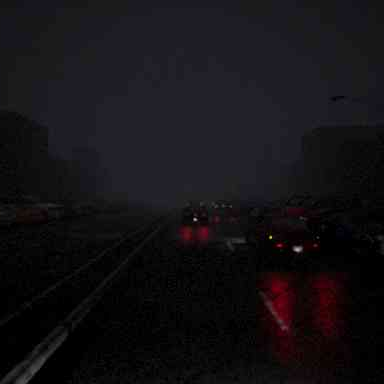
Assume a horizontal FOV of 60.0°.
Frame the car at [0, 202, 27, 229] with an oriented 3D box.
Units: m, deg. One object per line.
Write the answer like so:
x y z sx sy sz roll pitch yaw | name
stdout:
-12.699 1.520 19.571 4.674 1.452 2.002 0 0 0 | car

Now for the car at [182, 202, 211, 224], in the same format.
0.246 1.667 25.550 1.895 1.301 4.718 0 -1 0 | car

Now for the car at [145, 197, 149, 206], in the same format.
-12.290 2.462 72.348 4.674 1.452 2.002 0 -1 0 | car

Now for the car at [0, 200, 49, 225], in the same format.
-12.865 1.500 22.346 5.366 1.575 1.946 0 -1 0 | car

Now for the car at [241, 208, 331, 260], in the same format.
3.168 1.514 12.213 1.812 1.442 4.674 0 0 0 | car

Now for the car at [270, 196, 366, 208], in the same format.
7.720 1.240 19.209 5.566 2.045 2.435 0 0 0 | car

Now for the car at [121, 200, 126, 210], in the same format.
-12.492 1.910 47.344 5.008 1.535 2.097 0 -1 0 | car

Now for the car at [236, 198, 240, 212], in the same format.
7.890 1.780 38.493 4.792 1.488 2.163 0 -1 0 | car

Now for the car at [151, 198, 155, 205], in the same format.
-12.277 2.297 78.036 5.566 2.045 2.435 0 -1 0 | car

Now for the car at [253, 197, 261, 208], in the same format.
7.753 1.287 24.719 5.566 2.045 2.435 0 -1 0 | car

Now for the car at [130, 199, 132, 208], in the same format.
-12.473 2.047 52.900 4.792 1.488 2.163 0 -1 0 | car

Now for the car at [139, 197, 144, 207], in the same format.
-12.387 2.273 64.014 4.792 1.488 2.163 0 -1 0 | car

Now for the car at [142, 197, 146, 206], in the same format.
-12.343 2.303 66.794 4.892 1.521 2.231 0 -1 0 | car

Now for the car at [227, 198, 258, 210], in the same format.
7.910 1.876 52.280 4.553 1.767 2.185 0 -1 0 | car

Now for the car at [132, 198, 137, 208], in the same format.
-12.415 2.075 55.804 5.008 1.535 2.097 0 -1 0 | car

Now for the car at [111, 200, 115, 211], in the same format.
-12.502 1.682 41.797 4.553 1.767 2.185 0 -1 0 | car

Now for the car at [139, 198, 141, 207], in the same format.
-12.376 2.226 61.235 4.674 1.452 2.002 0 -1 0 | car

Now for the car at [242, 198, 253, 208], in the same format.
7.824 1.655 32.980 5.008 1.535 2.097 0 -1 0 | car

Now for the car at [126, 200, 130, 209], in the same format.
-12.459 1.965 50.123 4.892 1.521 2.231 0 -1 0 | car

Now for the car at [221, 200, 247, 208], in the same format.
7.976 2.253 63.302 4.792 1.488 2.163 0 -1 0 | car

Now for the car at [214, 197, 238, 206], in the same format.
8.051 2.341 79.852 5.566 2.045 2.435 0 -1 0 | car

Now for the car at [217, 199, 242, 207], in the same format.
8.244 2.461 74.335 5.366 1.575 1.946 0 -1 0 | car

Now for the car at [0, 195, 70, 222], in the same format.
-12.630 1.279 25.126 5.566 2.045 2.435 0 -1 0 | car

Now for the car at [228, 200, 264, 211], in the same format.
7.920 1.949 49.521 5.008 1.535 2.097 0 -1 0 | car

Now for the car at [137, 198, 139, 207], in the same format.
-12.406 2.132 58.583 4.892 1.521 2.231 0 -1 0 | car

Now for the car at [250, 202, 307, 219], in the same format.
7.810 1.651 30.225 4.674 1.452 2.002 0 -1 0 | car

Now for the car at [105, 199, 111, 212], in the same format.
-12.735 1.756 39.135 5.366 1.575 1.946 0 -1 0 | car

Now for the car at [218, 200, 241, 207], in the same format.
8.077 2.432 71.577 4.792 1.488 2.163 0 -1 0 | car

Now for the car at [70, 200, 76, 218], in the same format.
-12.635 1.606 27.897 4.674 1.452 2.002 0 -1 0 | car

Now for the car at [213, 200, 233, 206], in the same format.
8.106 2.795 88.115 5.008 1.535 2.097 0 -1 0 | car

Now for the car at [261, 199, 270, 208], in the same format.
7.736 1.258 21.962 5.566 2.045 2.435 0 -1 0 | car

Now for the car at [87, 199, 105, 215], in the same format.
-12.578 1.709 36.355 4.892 1.521 2.231 0 -1 0 | car

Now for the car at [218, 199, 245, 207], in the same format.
8.222 2.338 68.821 5.366 1.575 1.946 0 -1 0 | car

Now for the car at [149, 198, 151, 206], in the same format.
-12.303 2.360 75.221 4.553 1.767 2.185 0 -1 0 | car

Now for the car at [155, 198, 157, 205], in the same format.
-12.155 2.771 86.364 4.792 1.488 2.163 0 -1 0 | car

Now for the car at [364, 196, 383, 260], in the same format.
7.713 1.219 8.185 5.566 2.045 2.435 0 0 0 | car

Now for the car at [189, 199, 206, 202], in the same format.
0.342 1.687 42.189 2.097 1.767 4.553 0 -1 0 | car

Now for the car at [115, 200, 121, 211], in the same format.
-12.479 1.888 44.565 4.792 1.488 2.163 0 -1 0 | car

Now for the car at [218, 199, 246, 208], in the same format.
7.836 2.279 66.061 5.366 1.575 1.946 0 -1 0 | car

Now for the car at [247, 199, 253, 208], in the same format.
7.611 1.567 27.469 5.366 1.575 1.946 0 -1 0 | car

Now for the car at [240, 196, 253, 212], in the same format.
7.876 1.577 35.739 4.553 1.767 2.185 0 -1 0 | car

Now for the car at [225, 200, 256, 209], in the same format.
7.986 2.084 55.033 4.792 1.488 2.163 0 -1 0 | car

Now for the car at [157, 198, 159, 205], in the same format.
-12.348 2.804 89.146 5.366 1.575 1.946 0 -1 0 | car

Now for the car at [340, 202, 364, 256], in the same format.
7.732 1.342 10.940 4.553 1.767 2.185 0 0 0 | car

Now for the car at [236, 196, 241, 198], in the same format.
7.921 1.597 44.012 5.566 2.045 2.435 0 -1 0 | car

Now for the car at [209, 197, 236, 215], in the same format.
3.312 1.596 36.951 2.097 1.767 4.553 0 -1 0 | car

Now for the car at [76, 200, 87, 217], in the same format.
-12.584 1.484 30.677 4.553 1.767 2.185 0 -1 0 | car

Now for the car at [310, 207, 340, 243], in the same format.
7.746 1.500 13.698 4.792 1.488 2.163 0 0 0 | car

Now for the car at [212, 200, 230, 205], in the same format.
8.131 2.977 93.758 4.674 1.452 2.002 0 -1 0 | car

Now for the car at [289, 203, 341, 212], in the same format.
7.727 1.475 16.450 5.008 1.535 2.097 0 0 0 | car
